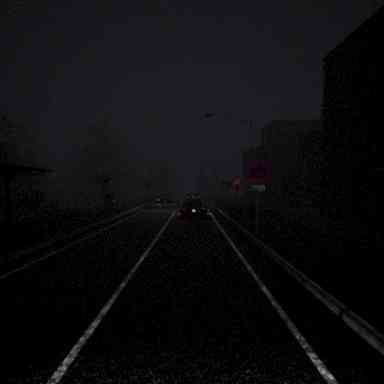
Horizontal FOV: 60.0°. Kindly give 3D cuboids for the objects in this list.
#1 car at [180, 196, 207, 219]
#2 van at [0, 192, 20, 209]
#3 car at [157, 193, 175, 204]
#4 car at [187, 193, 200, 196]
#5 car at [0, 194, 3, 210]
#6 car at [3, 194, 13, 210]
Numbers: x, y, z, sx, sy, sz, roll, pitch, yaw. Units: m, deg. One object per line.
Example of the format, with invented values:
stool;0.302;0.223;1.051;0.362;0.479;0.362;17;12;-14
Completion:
car;0.124;1.279;25.594;1.994;1.385;4.181;0;1;0
van;-21.970;0.970;37.867;4.442;1.987;1.878;0;0;0
car;-3.260;0.872;42.194;1.837;1.490;4.892;0;1;1
car;0.142;0.828;40.709;2.033;1.411;5.357;0;-4;0
car;-21.899;1.233;32.318;5.366;1.575;1.946;0;0;0
car;-22.116;1.246;35.095;4.792;1.488;2.163;0;0;0
